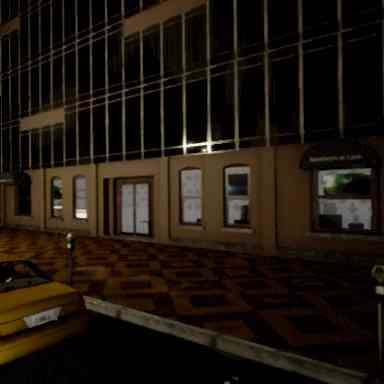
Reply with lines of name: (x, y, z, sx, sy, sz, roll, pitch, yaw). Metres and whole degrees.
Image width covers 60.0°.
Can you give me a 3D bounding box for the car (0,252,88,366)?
car: (-3.766, 1.581, 5.564, 4.829, 1.417, 1.752, -1, -1, 35)
